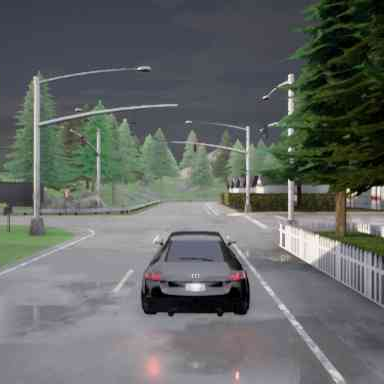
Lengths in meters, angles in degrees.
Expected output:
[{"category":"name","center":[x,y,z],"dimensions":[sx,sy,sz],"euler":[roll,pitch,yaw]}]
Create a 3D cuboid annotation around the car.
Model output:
[{"category":"car","center":[0.077,1.560,7.565],"dimensions":[1.994,1.385,4.181],"euler":[0,0,1]}]
